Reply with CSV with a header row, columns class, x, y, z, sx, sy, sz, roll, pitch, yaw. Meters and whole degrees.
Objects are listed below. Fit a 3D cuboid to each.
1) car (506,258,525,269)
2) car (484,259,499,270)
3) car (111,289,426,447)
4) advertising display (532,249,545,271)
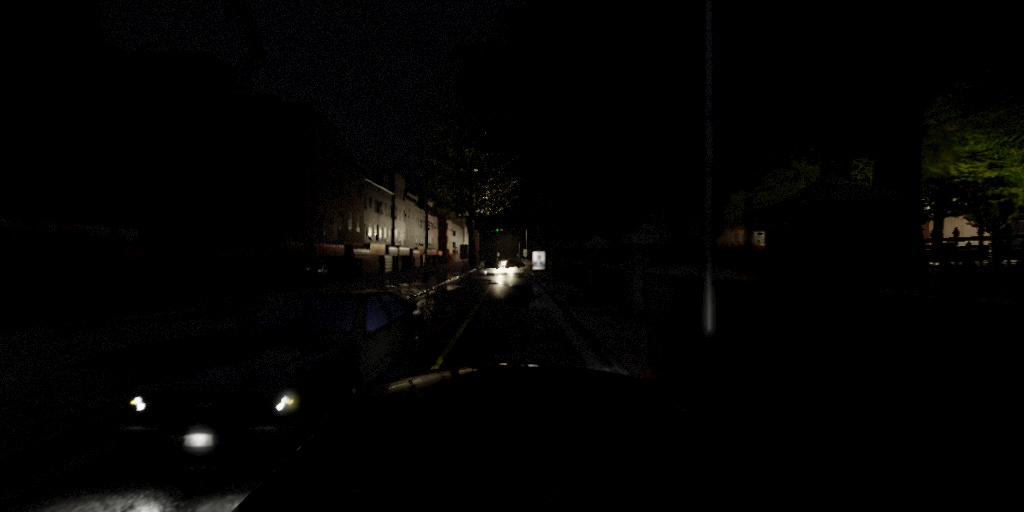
class,x,y,z,sx,sy,sz,roll,pitch,yaw
car,0.524,1.007,52.624,1.882,1.535,5.008,-1,1,13
car,-2.736,1.170,48.573,2.033,1.411,5.357,0,0,0
car,-2.852,1.296,5.928,2.033,1.411,5.357,0,0,0
advertising display,3.022,0.632,40.302,1.540,2.440,0.280,0,0,0
